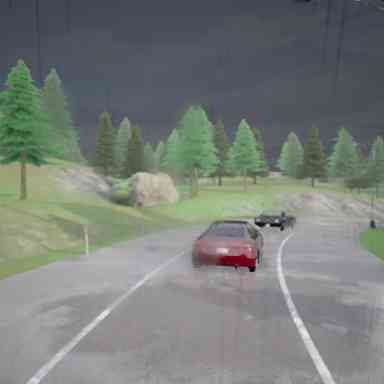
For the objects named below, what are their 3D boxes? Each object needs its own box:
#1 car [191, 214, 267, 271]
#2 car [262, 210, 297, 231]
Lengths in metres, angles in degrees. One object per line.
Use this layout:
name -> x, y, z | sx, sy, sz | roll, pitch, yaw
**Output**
car -> 1.346, 1.637, 11.322 | 1.994, 1.385, 4.181 | 1, 0, 14
car -> 5.970, 1.931, 23.334 | 1.895, 1.301, 4.718 | 1, -1, 30
